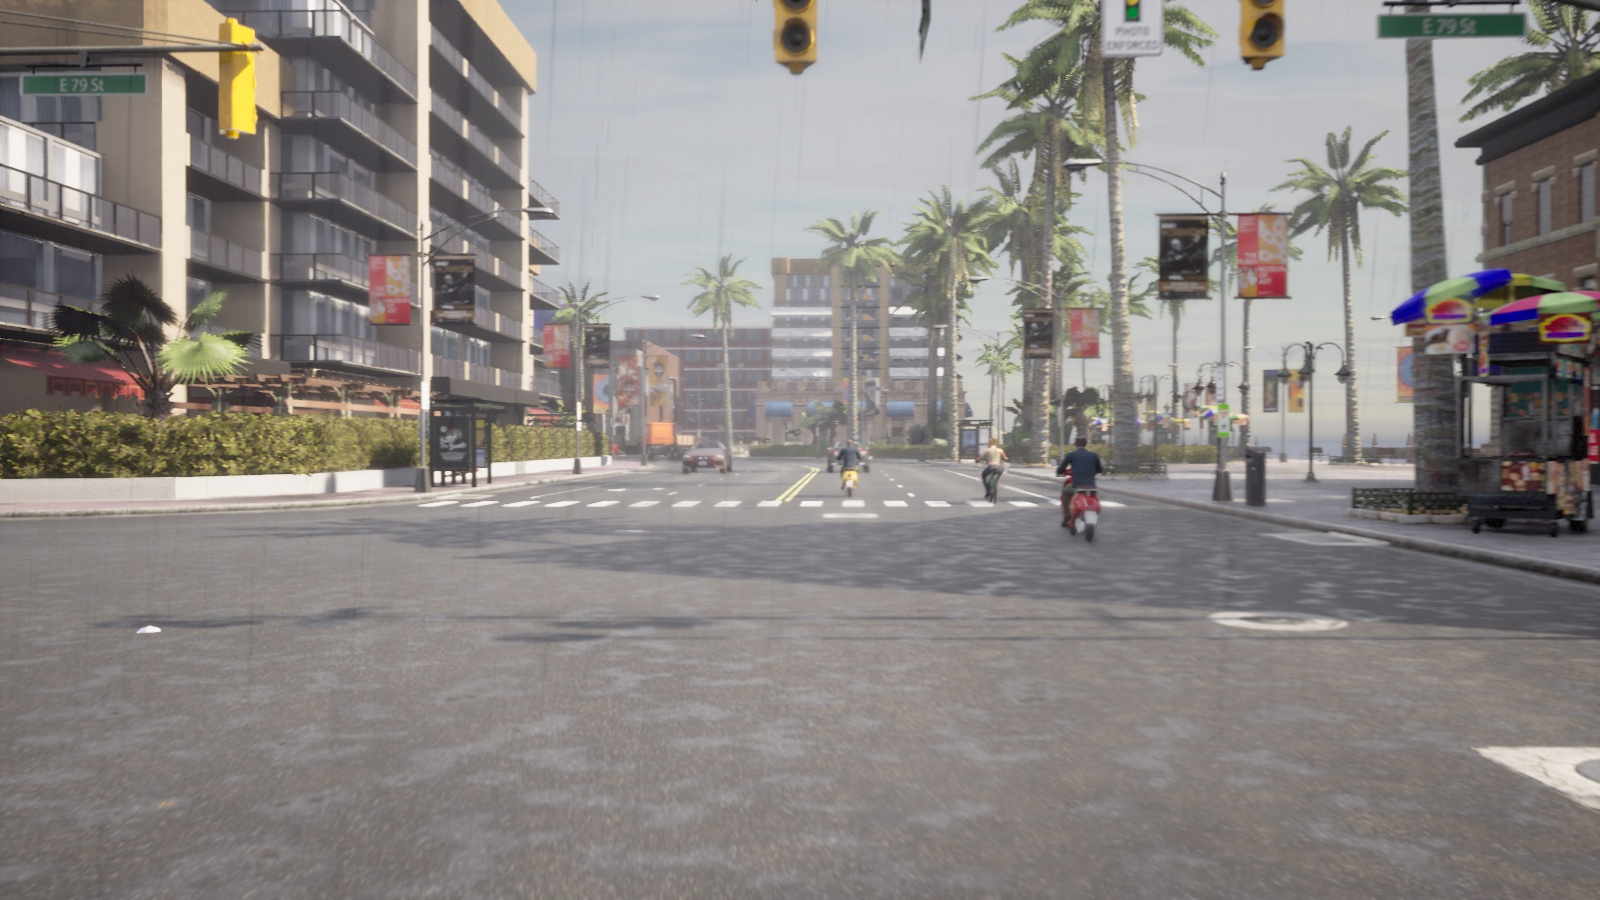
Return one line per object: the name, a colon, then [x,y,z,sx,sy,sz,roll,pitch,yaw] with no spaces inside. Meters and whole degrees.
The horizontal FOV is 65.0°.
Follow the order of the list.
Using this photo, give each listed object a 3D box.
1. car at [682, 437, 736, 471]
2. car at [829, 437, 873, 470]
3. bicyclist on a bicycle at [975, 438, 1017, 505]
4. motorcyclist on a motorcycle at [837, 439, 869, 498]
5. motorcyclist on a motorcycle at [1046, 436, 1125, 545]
car: [-4.464,0.174,62.619,2.152,1.651,5.027,0,0,2]
car: [2.610,0.160,64.486,2.152,1.651,5.027,0,0,2]
bicyclist on a bicycle: [4.801,0.506,30.880,0.866,1.612,1.509,0,0,2]
motorcyclist on a motorcycle: [1.464,0.502,35.015,0.866,1.590,1.817,0,0,2]
motorcyclist on a motorcycle: [4.355,0.589,19.290,0.866,1.590,1.817,0,0,2]
